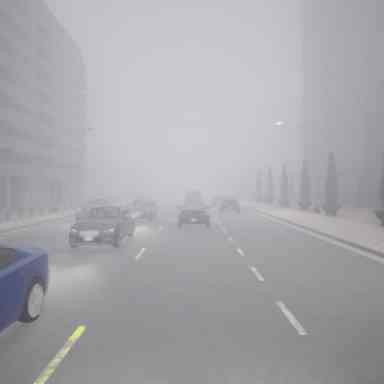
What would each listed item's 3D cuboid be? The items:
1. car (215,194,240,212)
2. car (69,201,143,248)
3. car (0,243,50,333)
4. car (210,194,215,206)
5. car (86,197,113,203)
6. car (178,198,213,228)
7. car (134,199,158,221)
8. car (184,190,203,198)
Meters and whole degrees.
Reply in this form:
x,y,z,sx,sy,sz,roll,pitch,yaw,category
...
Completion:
x,y,z,sx,sy,sz,roll,pitch,yaw,category
3.594,1.159,32.920,1.837,1.490,4.892,0,1,1,car
-3.622,1.358,14.122,2.128,1.511,4.902,0,1,0,car
-3.595,1.445,4.251,1.882,1.535,5.008,0,0,0,car
3.597,1.035,45.102,1.837,1.490,4.892,0,1,1,car
-6.990,1.183,24.811,2.097,1.767,4.553,0,1,0,car
0.113,1.317,20.304,1.812,1.442,4.674,0,1,0,car
-3.579,1.255,24.243,2.128,1.511,4.902,0,1,0,car
0.160,0.787,42.636,2.150,2.045,5.566,0,1,0,car
